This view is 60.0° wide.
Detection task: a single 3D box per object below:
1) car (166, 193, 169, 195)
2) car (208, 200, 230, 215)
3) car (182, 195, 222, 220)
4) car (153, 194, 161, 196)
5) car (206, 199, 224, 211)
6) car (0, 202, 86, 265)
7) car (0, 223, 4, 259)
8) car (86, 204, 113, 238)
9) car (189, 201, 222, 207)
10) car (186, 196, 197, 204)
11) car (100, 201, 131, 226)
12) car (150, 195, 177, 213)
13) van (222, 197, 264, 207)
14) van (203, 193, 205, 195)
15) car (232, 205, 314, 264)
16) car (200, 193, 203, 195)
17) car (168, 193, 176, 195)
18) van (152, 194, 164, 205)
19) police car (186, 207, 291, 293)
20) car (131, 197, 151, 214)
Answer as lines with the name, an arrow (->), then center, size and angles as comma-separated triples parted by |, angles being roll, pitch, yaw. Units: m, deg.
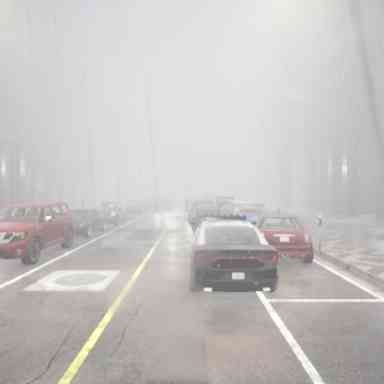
car -> -5.835, 1.468, 62.370 | 1.752, 1.417, 4.829 | 0, 0, 0
car -> 2.723, 1.533, 34.380 | 1.947, 1.339, 4.313 | 0, 0, 0
car -> 0.620, 1.328, 24.781 | 2.097, 1.767, 4.553 | 0, 0, -5
car -> -5.815, 1.397, 45.631 | 1.967, 1.590, 4.097 | 0, 0, 0
car -> 2.717, 1.528, 40.017 | 1.947, 1.339, 4.313 | 0, 0, 0
car -> -5.773, 1.304, 11.813 | 2.192, 1.841, 5.009 | 0, 0, 0
car -> -5.767, 1.539, 6.177 | 1.887, 1.381, 4.507 | 0, 0, 0
car -> -5.781, 1.549, 17.450 | 1.947, 1.339, 4.313 | 0, 0, 0
car -> 0.877, 1.487, 18.902 | 1.837, 1.490, 4.892 | 0, 0, 0
car -> -0.078, 1.504, 64.525 | 1.994, 1.385, 4.181 | 0, 0, 0
car -> -5.787, 1.418, 23.087 | 1.967, 1.590, 4.097 | 0, 0, 0
car -> -3.123, 1.456, 36.955 | 2.128, 1.511, 4.902 | 0, 0, 0
van -> 2.745, 1.324, 17.470 | 1.690, 1.788, 3.998 | 0, 0, 0
van -> 2.711, 1.298, 45.653 | 1.690, 1.788, 3.998 | 0, 0, 0
car -> 2.751, 1.429, 11.833 | 1.967, 1.590, 4.097 | 0, 0, 0
car -> 2.682, 1.482, 68.200 | 1.887, 1.381, 4.507 | 0, 0, 0
car -> -5.863, 1.244, 85.086 | 2.192, 1.841, 5.009 | 0, 0, 0
van -> -5.828, 1.288, 56.904 | 1.690, 1.788, 3.998 | 0, 0, 0
police car -> 0.889, 1.416, 9.011 | 1.930, 1.638, 5.238 | 0, 0, 0
car -> -5.801, 1.518, 34.359 | 2.008, 1.369, 4.403 | 0, 0, 0
